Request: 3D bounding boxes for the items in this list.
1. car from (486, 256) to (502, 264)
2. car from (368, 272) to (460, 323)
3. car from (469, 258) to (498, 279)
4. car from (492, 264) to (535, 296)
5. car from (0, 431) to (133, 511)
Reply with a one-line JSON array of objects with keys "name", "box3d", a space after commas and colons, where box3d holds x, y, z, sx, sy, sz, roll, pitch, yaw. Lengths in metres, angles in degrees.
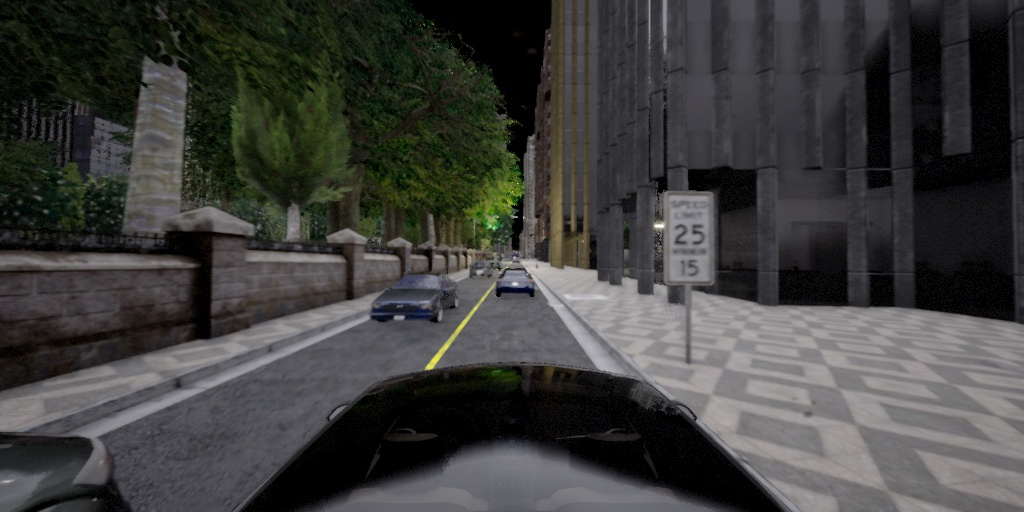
[{"name": "car", "box3d": [-2.501, 0.996, 47.129, 2.150, 2.045, 5.566, 0, 0, 1]}, {"name": "car", "box3d": [-3.000, 1.280, 12.299, 2.033, 1.411, 5.357, 0, 0, 1]}, {"name": "car", "box3d": [-2.705, 1.221, 32.311, 2.128, 1.511, 4.902, 0, 0, 1]}, {"name": "car", "box3d": [0.179, 1.322, 19.310, 1.994, 1.385, 4.181, 0, 0, 1]}, {"name": "car", "box3d": [-3.133, 1.289, 0.234, 1.994, 1.385, 4.181, 0, 0, 1]}]
